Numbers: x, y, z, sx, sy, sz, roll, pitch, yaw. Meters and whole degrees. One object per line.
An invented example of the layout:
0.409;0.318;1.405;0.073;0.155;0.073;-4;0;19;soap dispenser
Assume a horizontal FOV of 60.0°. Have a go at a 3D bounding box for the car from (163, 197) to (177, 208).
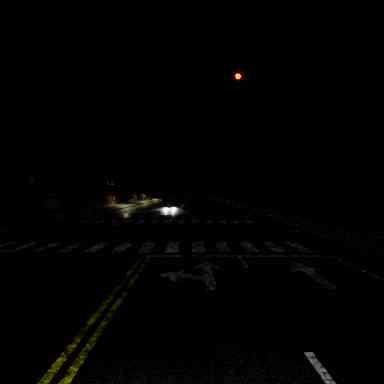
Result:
-3.192;1.524;48.991;2.128;1.511;4.902;0;1;0;car
